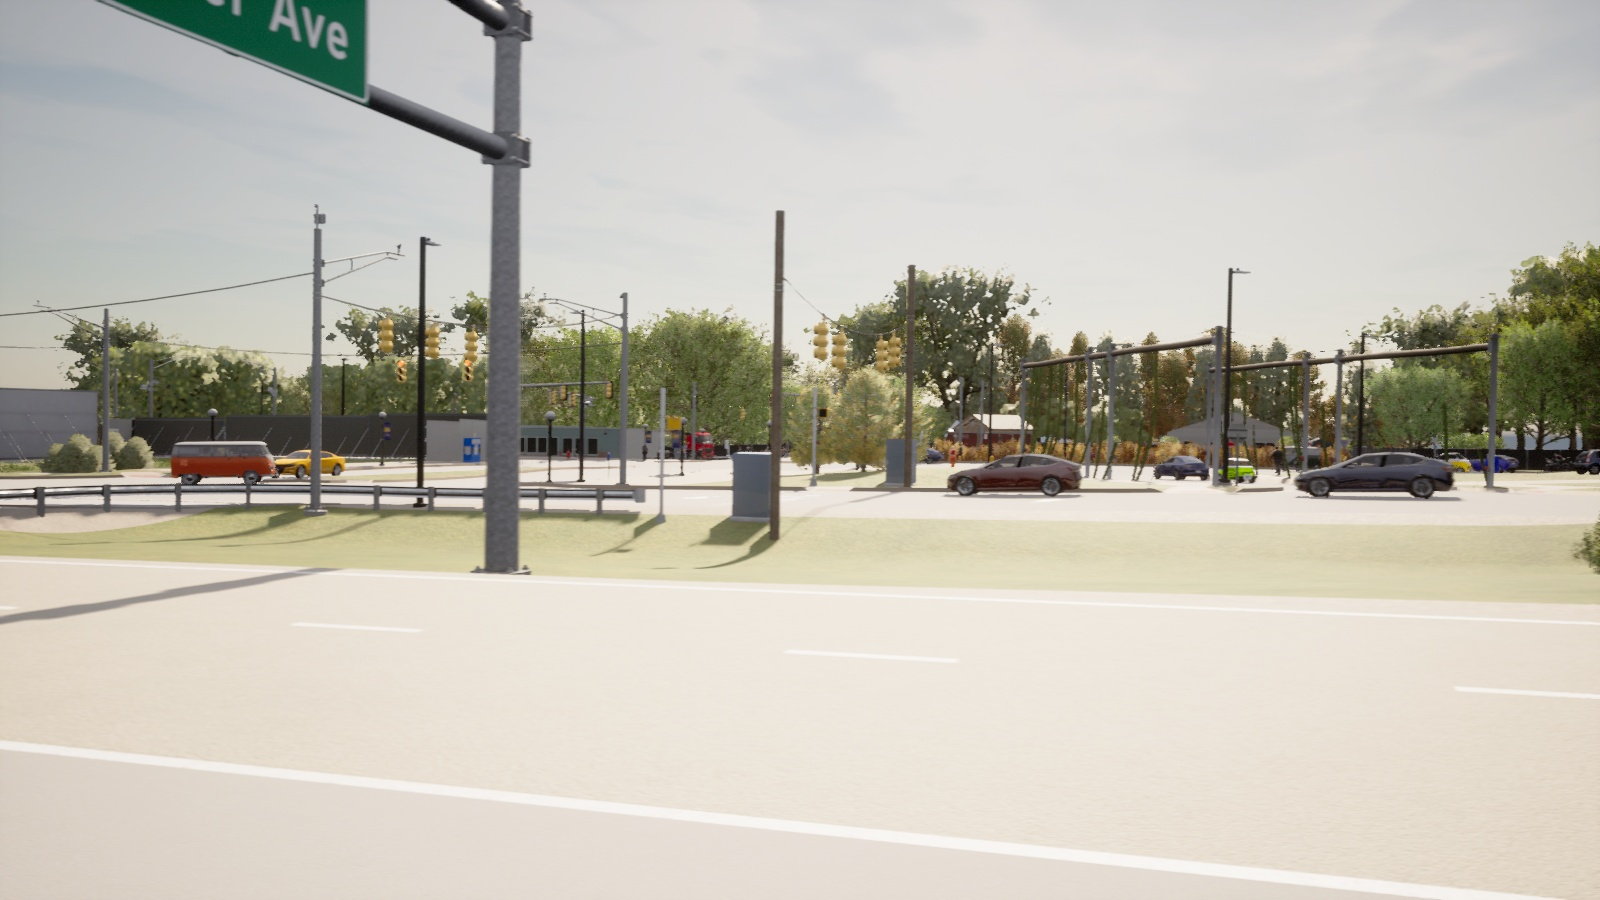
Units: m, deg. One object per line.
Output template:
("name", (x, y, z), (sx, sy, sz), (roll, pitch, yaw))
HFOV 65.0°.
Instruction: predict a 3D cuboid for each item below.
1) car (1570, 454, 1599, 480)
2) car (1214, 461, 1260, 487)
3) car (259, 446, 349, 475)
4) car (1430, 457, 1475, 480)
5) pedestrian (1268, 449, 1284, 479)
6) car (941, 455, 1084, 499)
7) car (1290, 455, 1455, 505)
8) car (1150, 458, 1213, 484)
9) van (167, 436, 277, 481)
("car", (51.329, 1.092, 79.524), (3.988, 1.617, 1.851), (0, 0, 5))
("car", (23.797, 1.294, 68.473), (1.481, 1.376, 2.207), (1, 0, -9))
("car", (-27.099, 0.540, 68.825), (1.882, 1.535, 5.008), (1, 1, 16))
("car", (41.236, 1.163, 79.375), (1.481, 1.376, 2.207), (-1, 0, -44))
("pedestrian", (29.591, 0.867, 78.089), (0.563, 1.883, 0.849), (1, 1, -6))
("car", (7.590, 0.929, 44.755), (4.792, 1.488, 2.163), (0, 1, 18))
("car", (18.619, 0.943, 41.062), (4.792, 1.488, 2.163), (0, 1, 23))
("car", (22.816, 1.259, 75.320), (1.812, 1.442, 4.674), (1, 0, -7))
("van", (-26.465, 0.395, 57.655), (4.442, 1.987, 1.775), (0, 1, -19))
